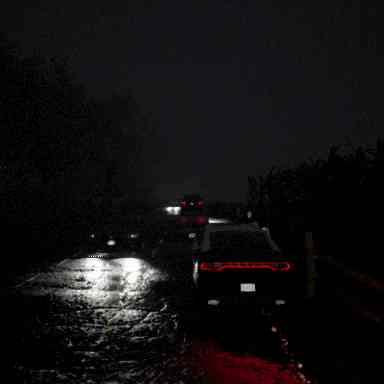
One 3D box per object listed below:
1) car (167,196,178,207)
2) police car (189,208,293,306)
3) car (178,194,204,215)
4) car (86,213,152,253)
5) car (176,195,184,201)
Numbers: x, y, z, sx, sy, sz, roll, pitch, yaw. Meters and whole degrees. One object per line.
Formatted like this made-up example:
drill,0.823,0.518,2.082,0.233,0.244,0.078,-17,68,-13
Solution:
car,-2.828,1.485,50.768,2.128,1.511,4.902,0,0,0
police car,0.949,1.423,8.251,1.930,1.638,5.238,0,0,0
car,0.011,1.216,33.869,2.150,2.045,5.566,0,0,0
car,-2.772,1.561,13.431,1.994,1.385,4.181,0,0,0
car,-2.876,1.476,82.962,1.882,1.535,5.008,0,0,0
